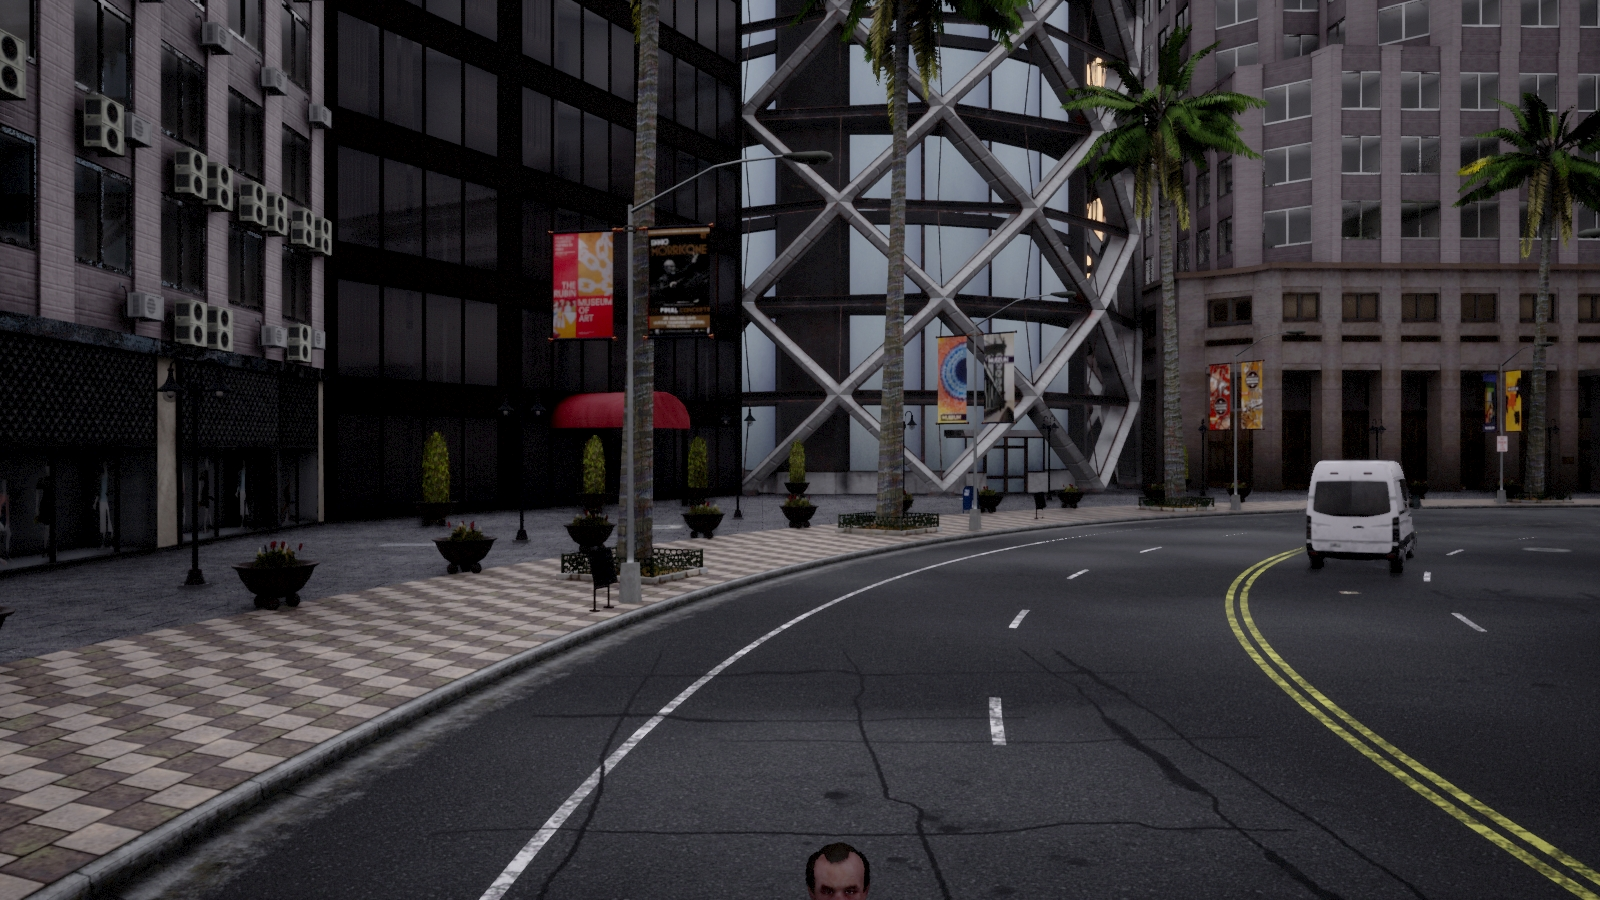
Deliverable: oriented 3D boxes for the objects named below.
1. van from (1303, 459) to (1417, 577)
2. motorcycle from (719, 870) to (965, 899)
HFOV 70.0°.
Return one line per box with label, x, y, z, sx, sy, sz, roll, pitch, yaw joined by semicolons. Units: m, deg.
van;13.958;1.534;28.276;1.988;2.561;5.915;-1;0;31
motorcycle;0.124;2.182;3.338;0.856;1.236;1.805;0;0;2
